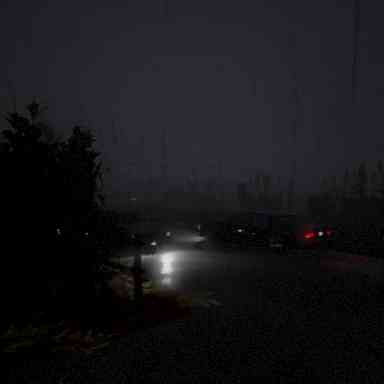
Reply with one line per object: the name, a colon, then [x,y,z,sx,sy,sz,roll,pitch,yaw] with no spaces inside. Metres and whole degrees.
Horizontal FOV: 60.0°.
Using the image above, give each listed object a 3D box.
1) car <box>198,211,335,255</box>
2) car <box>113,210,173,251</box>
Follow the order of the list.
car: [2.653,1.459,13.028,2.033,1.411,5.357,-1,0,-42]
car: [-2.924,1.495,14.259,2.033,1.411,5.357,-1,0,-36]
